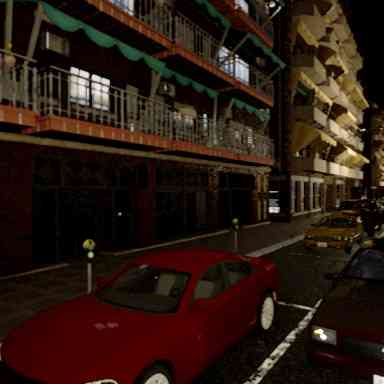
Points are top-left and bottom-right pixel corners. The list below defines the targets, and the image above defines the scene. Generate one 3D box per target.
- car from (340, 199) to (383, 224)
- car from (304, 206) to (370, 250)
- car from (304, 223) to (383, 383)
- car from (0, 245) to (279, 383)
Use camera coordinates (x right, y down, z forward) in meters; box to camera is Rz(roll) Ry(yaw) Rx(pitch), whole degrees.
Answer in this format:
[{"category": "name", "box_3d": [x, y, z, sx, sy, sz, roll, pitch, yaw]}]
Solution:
[{"category": "car", "box_3d": [9.137, 1.315, 18.357, 2.192, 1.841, 5.009, 0, 0, 34]}, {"category": "car", "box_3d": [5.921, 1.525, 13.656, 1.752, 1.417, 4.829, 0, 0, 34]}, {"category": "car", "box_3d": [3.512, 1.547, 5.533, 2.033, 1.411, 5.357, 0, 0, 35]}, {"category": "car", "box_3d": [-0.226, 1.545, 4.674, 1.887, 1.381, 4.507, 0, 0, 34]}]
